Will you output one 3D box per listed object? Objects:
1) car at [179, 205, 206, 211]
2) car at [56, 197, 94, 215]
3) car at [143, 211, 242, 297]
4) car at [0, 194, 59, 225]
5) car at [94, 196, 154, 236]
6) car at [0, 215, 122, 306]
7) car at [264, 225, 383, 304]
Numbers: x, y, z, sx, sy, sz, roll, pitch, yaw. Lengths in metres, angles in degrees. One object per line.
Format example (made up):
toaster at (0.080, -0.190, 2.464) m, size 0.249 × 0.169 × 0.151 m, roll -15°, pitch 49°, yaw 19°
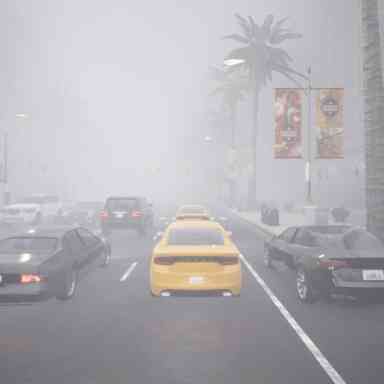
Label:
car at (0.036, 1.478, 18.816) m, size 1.882 × 1.535 × 5.008 m, roll 0°, pitch 0°, yaw 0°
car at (-7.077, 1.371, 22.510) m, size 2.097 × 1.767 × 4.553 m, roll 0°, pitch 0°, yaw 0°
car at (0.073, 1.478, 8.618) m, size 1.882 × 1.535 × 5.008 m, roll 0°, pitch 0°, yaw 0°
car at (-10.577, 1.134, 22.437) m, size 2.150 × 2.045 × 5.566 m, roll 0°, pitch 0°, yaw 0°
car at (-3.462, 1.222, 18.546) m, size 2.150 × 2.045 × 5.566 m, roll 0°, pitch 0°, yaw 0°
car at (-3.422, 1.547, 8.275) m, size 2.033 × 1.411 × 5.357 m, roll 0°, pitch 0°, yaw 0°
car at (3.166, 1.513, 8.206) m, size 2.161 × 1.482 × 4.786 m, roll 0°, pitch 0°, yaw -1°
